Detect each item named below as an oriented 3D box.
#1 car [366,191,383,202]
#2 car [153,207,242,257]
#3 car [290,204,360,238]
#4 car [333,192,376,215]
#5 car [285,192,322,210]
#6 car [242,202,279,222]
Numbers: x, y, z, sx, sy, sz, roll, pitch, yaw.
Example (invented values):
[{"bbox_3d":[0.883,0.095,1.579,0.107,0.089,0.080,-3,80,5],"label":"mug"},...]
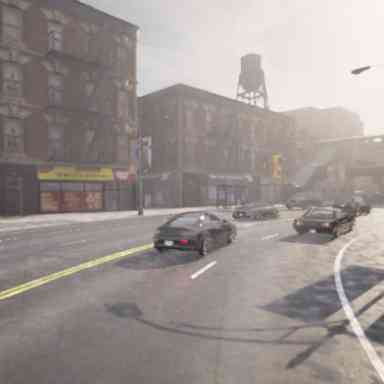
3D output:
[{"bbox_3d":[33.569,0.803,62.340,5.566,2.045,2.435,-1,0,-44],"label":"car"},{"bbox_3d":[0.244,1.468,12.807,1.812,1.442,4.674,0,0,25],"label":"car"},{"bbox_3d":[6.917,1.494,17.033,1.895,1.301,4.718,0,0,38],"label":"car"},{"bbox_3d":[14.139,1.159,29.323,4.553,1.767,2.097,-1,0,-45],"label":"car"},{"bbox_3d":[12.911,0.996,38.181,5.566,2.045,2.150,0,0,-44],"label":"car"},{"bbox_3d":[4.905,1.430,25.414,1.994,1.385,4.181,0,0,44],"label":"car"}]
